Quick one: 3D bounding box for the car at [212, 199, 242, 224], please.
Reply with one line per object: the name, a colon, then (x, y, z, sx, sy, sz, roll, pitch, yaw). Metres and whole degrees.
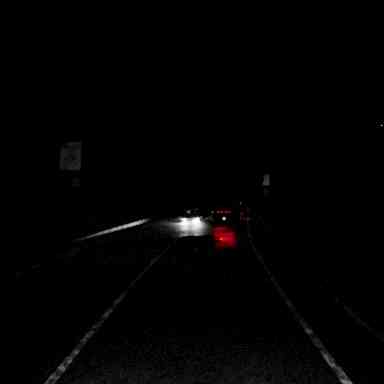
car: (2.538, 1.521, 24.745, 1.837, 1.490, 4.892, -1, 0, 9)

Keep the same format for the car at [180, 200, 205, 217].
car: (0.119, 1.570, 32.534, 2.128, 1.511, 4.902, -1, 0, 10)

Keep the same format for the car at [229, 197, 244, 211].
car: (5.281, 1.388, 41.117, 2.097, 1.767, 4.553, -1, 0, 10)
